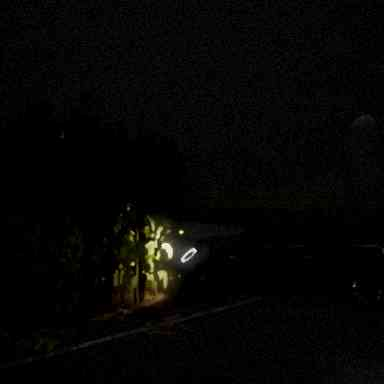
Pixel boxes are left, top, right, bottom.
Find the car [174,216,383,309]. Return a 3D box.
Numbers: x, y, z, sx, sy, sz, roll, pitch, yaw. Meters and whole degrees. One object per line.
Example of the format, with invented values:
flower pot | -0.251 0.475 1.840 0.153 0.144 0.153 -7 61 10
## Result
car | 1.898 1.351 7.585 4.553 1.767 2.097 0 0 9
